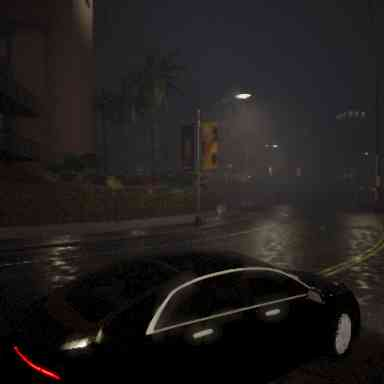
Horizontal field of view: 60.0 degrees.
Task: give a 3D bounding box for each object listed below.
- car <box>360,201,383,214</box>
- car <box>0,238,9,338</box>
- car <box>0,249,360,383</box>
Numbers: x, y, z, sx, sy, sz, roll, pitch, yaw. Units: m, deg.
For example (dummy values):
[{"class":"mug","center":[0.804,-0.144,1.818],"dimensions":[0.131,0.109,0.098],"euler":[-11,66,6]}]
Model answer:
[{"class":"car","center":[21.358,1.780,38.718],"dimensions":[1.812,1.442,4.674],"euler":[0,0,1]},{"class":"car","center":[-5.184,1.571,4.886],"dimensions":[4.181,1.385,1.994],"euler":[0,0,-35]},{"class":"car","center":[0.318,1.527,4.304],"dimensions":[4.892,1.490,1.837],"euler":[0,0,-37]}]
